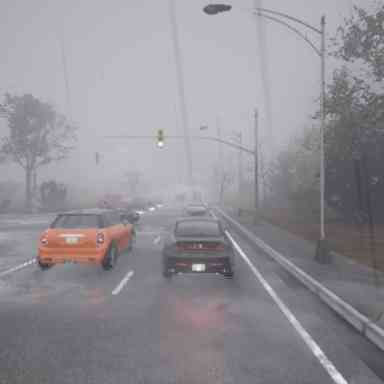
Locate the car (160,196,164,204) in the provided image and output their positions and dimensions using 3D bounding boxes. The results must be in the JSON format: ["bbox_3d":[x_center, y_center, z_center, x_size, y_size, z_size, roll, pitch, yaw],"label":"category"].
[{"bbox_3d":[-6.232,1.512,60.778,1.994,1.385,4.181,0,1,3],"label":"car"}]

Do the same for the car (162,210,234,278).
[{"bbox_3d":[0.177,1.508,10.148,1.837,1.490,4.892,0,0,1],"label":"car"}]

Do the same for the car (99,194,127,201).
[{"bbox_3d":[-10.092,1.237,41.576,2.150,2.045,5.566,0,0,1],"label":"car"}]

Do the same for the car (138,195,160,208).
[{"bbox_3d":[-6.454,1.496,50.128,1.882,1.535,5.008,0,0,1],"label":"car"}]

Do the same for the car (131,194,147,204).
[{"bbox_3d":[-9.720,1.280,61.566,2.097,1.767,4.553,0,2,1],"label":"car"}]

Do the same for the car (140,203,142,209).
[{"bbox_3d":[-5.750,1.609,23.511,1.895,1.301,4.718,0,0,-41],"label":"car"}]

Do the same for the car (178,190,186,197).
[{"bbox_3d":[-2.405,0.371,80.939,1.812,1.442,4.674,0,3,1],"label":"car"}]

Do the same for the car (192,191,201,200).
[{"bbox_3d":[0.939,1.080,70.471,2.033,1.411,5.357,0,3,1],"label":"car"}]

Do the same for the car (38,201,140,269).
[{"bbox_3d":[-3.310,1.355,11.324,2.097,1.767,4.553,0,0,1],"label":"car"}]

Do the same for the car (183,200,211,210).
[{"bbox_3d":[0.336,1.534,22.738,1.812,1.442,4.674,0,0,1],"label":"car"}]

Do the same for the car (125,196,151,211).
[{"bbox_3d":[-6.601,1.579,41.089,1.994,1.385,4.181,0,0,1],"label":"car"}]

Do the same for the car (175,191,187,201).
[{"bbox_3d":[-2.561,1.040,70.521,1.837,1.490,4.892,0,3,1],"label":"car"}]
